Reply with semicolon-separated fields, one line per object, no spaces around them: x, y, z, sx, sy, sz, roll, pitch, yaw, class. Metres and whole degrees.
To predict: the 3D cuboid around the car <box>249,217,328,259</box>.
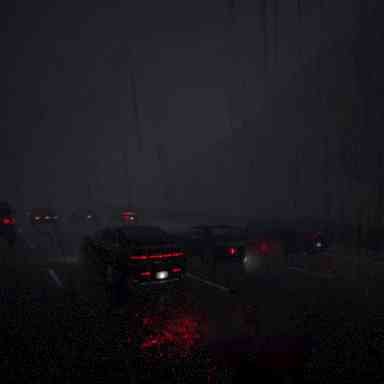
3.423;1.824;14.456;1.882;1.535;5.008;1;-1;-31;car

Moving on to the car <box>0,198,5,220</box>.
-20.315;1.670;33.770;2.150;2.045;5.566;1;-1;-31;car

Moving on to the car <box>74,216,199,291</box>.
-1.932;1.692;9.770;1.837;1.490;4.892;1;-1;-31;car

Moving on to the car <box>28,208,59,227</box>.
-11.810;1.949;26.339;2.033;1.411;5.357;1;-1;-31;car

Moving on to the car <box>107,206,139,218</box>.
-6.490;2.066;31.082;1.837;1.490;4.892;1;-1;-31;car

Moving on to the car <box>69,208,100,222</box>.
-9.590;2.055;29.446;1.994;1.385;4.181;1;-1;-31;car

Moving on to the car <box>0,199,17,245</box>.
-10.007;1.447;16.444;2.150;2.045;5.566;1;-1;-30;car

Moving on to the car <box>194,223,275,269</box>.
0.600;1.871;12.352;1.895;1.301;4.718;1;-1;-31;car
